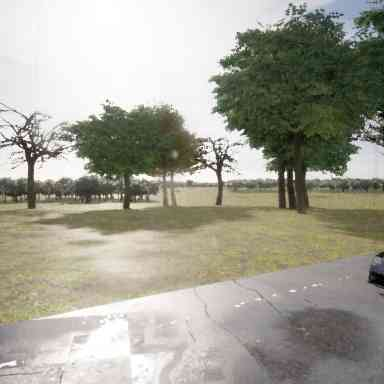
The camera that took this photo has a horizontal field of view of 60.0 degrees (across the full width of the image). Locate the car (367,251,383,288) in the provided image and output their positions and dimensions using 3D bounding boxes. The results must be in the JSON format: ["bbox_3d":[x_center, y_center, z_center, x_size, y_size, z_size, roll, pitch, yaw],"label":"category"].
[{"bbox_3d":[6.005,1.562,7.756,4.181,1.385,1.994,0,0,-33],"label":"car"}]
